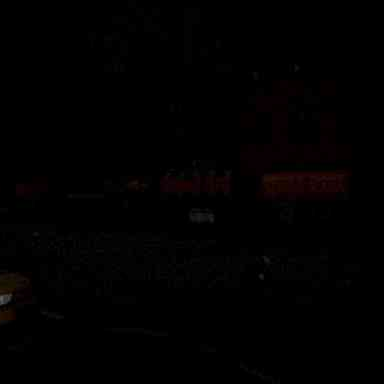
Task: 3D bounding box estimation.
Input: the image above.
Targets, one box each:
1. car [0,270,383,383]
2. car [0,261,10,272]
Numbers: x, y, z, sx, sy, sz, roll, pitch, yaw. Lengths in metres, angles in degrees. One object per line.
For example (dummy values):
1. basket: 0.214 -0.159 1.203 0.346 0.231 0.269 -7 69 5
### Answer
1. car: -0.119 1.585 2.896 4.313 1.339 1.947 -1 0 36
2. car: -4.769 1.605 6.219 4.829 1.417 1.752 -1 0 36
